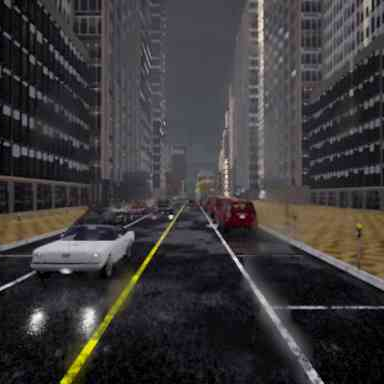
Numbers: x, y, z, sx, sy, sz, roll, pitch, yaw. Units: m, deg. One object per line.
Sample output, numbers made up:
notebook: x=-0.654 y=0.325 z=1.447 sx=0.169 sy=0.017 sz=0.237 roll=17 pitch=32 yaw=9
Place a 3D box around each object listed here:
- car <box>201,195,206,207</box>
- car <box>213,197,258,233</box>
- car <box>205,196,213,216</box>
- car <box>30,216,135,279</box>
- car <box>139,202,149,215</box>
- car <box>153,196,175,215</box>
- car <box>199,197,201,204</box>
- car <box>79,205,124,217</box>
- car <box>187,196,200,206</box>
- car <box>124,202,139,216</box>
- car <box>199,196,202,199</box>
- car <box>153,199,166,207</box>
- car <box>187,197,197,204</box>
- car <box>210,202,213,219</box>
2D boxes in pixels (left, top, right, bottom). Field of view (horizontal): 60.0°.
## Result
car: x=2.670 y=1.537 z=42.332 sx=2.192 sy=1.841 sz=5.009 roll=0 pitch=0 yaw=0
car: x=2.683 y=1.422 z=20.175 sx=2.192 sy=1.841 sz=5.009 roll=0 pitch=0 yaw=0
car: x=2.676 y=1.480 z=31.254 sx=2.192 sy=1.841 sz=5.009 roll=0 pitch=0 yaw=0
car: x=-3.094 y=1.658 z=10.397 sx=1.895 sy=1.301 sz=4.718 roll=0 pitch=0 yaw=0
car: x=-5.708 y=1.777 z=36.786 sx=1.802 sy=1.307 sz=4.206 roll=0 pitch=0 yaw=0
car: x=-3.022 y=1.575 z=36.635 sx=2.097 sy=1.767 sz=4.553 roll=0 pitch=0 yaw=0
car: x=2.662 y=1.830 z=53.409 sx=2.008 sy=1.369 sz=4.403 roll=0 pitch=0 yaw=0
car: x=-5.698 y=1.674 z=20.168 sx=1.947 sy=1.339 sz=4.313 roll=0 pitch=0 yaw=0
car: x=-0.036 y=1.814 z=61.712 sx=2.128 sy=1.511 sz=4.902 roll=0 pitch=0 yaw=0
car: x=-5.702 y=1.688 z=25.706 sx=2.008 sy=1.369 sz=4.403 roll=0 pitch=0 yaw=0
car: x=2.659 y=1.834 z=59.119 sx=1.752 sy=1.417 sz=4.829 roll=0 pitch=0 yaw=0
car: x=-5.722 y=1.891 z=58.943 sx=1.802 sy=1.307 sz=4.206 roll=0 pitch=0 yaw=0
car: x=-0.042 y=1.810 z=72.137 sx=1.994 sy=1.385 sz=4.181 roll=0 pitch=0 yaw=0
car: x=2.679 y=1.681 z=25.712 sx=1.887 sy=1.381 sz=4.507 roll=0 pitch=0 yaw=0
